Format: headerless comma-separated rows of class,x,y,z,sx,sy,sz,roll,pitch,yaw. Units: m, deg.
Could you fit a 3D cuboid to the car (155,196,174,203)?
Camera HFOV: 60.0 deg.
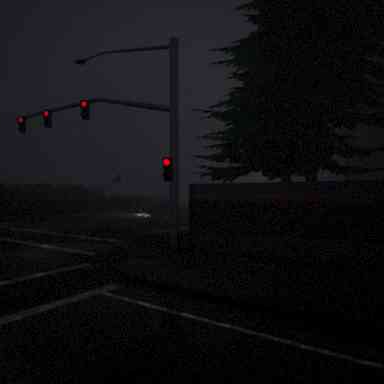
car,-5.906,1.548,71.583,3.905,1.438,1.784,0,0,36

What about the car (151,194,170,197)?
car,-7.427,1.337,69.372,4.605,1.855,1.932,0,0,36

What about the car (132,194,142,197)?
car,-13.143,1.640,87.417,3.806,1.475,1.970,0,0,36

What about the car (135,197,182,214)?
car,-3.826,1.589,36.854,2.033,1.411,5.357,0,0,35

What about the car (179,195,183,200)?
car,-4.220,1.580,73.937,3.806,1.475,1.970,0,0,36
